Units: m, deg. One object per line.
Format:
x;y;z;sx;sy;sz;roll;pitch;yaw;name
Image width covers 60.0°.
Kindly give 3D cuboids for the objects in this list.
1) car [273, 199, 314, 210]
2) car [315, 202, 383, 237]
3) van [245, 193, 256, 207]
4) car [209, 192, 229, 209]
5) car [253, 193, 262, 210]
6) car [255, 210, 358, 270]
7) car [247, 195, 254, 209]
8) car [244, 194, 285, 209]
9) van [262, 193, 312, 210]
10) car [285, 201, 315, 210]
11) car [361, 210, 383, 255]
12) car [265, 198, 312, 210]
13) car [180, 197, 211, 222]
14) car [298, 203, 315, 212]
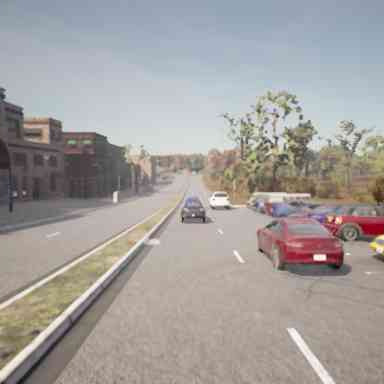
8.766;1.481;24.297;4.792;1.488;2.163;0;0;0;car
8.762;1.368;16.023;4.553;1.767;2.185;0;0;0;car
8.683;1.084;38.068;4.442;1.987;1.878;0;1;0;van
3.362;1.000;41.325;2.150;2.045;5.566;0;1;0;car
8.767;1.252;32.685;4.553;1.767;2.185;0;1;0;car
3.355;1.545;11.021;1.812;1.442;4.674;0;0;0;car
8.793;1.347;35.314;4.892;1.521;2.231;0;1;0;car
8.831;1.141;40.822;4.553;1.767;2.185;0;1;0;car
8.914;1.181;29.799;4.442;1.987;1.878;0;1;0;van
8.797;1.507;21.538;4.674;1.452;2.002;0;0;0;car
8.606;1.497;10.520;5.366;1.575;1.946;0;0;0;car
8.826;1.459;27.049;4.792;1.488;2.163;0;0;0;car
0.095;1.447;26.109;2.128;1.511;4.902;0;0;0;car
8.791;1.521;18.785;4.674;1.452;2.002;0;0;0;car
